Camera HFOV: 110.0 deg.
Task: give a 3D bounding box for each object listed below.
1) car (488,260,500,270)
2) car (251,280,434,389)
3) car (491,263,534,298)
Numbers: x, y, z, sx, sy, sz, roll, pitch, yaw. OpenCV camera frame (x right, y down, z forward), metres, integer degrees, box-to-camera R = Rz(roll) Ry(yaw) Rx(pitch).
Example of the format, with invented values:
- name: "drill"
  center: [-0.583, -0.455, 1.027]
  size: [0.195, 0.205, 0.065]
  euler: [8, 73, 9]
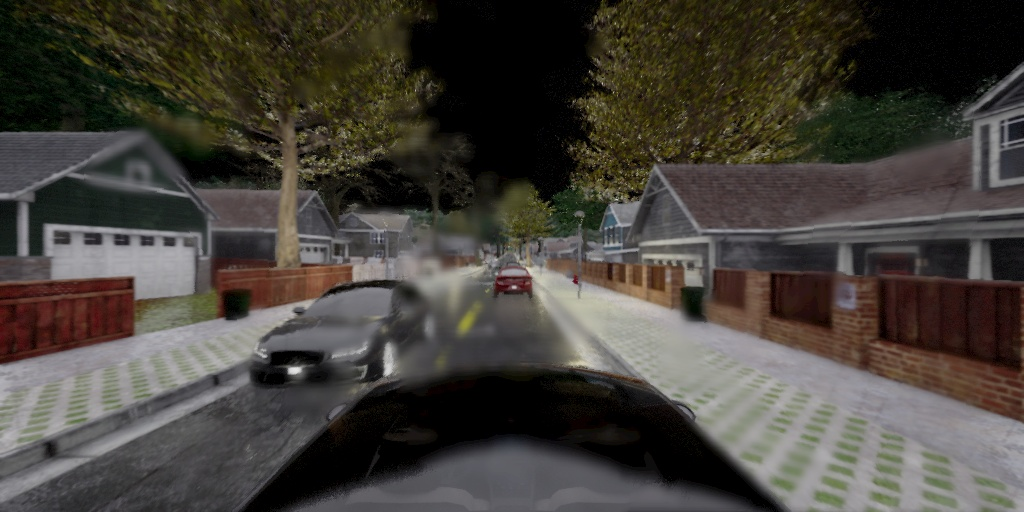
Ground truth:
- name: "car"
  center: [-2.764, 1.369, 57.030]
  size: [2.128, 1.511, 4.902]
  euler: [0, 0, 0]
- name: "car"
  center: [-2.852, 1.273, 7.164]
  size: [1.837, 1.490, 4.892]
  euler: [0, 0, 0]
- name: "car"
  center: [0.103, 1.295, 18.905]
  size: [1.882, 1.535, 5.008]
  euler: [0, 0, 0]
